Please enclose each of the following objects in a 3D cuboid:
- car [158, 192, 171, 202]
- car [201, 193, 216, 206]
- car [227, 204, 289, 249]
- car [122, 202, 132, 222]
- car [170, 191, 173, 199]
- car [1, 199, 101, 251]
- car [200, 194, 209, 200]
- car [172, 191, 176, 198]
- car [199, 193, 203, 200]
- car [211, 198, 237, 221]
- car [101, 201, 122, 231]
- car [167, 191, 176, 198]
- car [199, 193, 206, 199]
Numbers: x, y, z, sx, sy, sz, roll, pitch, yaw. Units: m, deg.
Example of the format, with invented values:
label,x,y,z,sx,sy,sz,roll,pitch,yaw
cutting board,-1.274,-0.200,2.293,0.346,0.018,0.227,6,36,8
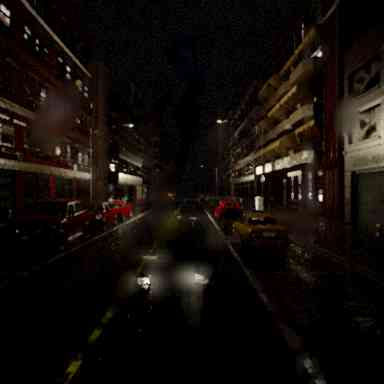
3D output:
label,x,y,z,sx,sy,sz,roll,pitch,yaw
car,-5.652,1.143,64.487,2.008,1.369,4.403,0,0,0
car,2.718,1.251,47.570,2.008,1.369,4.403,0,0,0
car,2.698,1.438,13.924,1.752,1.417,4.829,0,0,0
car,-5.675,1.388,25.035,1.887,1.381,4.507,0,0,0
car,-5.650,1.107,70.124,2.008,1.369,4.403,0,0,0
car,-5.681,1.229,13.761,2.192,1.841,5.009,0,0,0
car,2.735,1.085,75.751,1.947,1.339,4.313,0,0,0
car,-5.643,1.028,81.396,1.887,1.381,4.507,0,0,0
car,2.732,1.080,70.284,1.752,1.417,4.829,0,0,0
car,2.705,1.387,25.026,1.887,1.381,4.507,0,0,0
car,-5.679,1.318,19.397,1.967,1.590,4.097,0,0,0
car,-5.635,0.726,92.667,2.192,1.841,5.009,0,0,0
car,2.741,1.029,87.023,1.802,1.307,4.206,0,0,0
